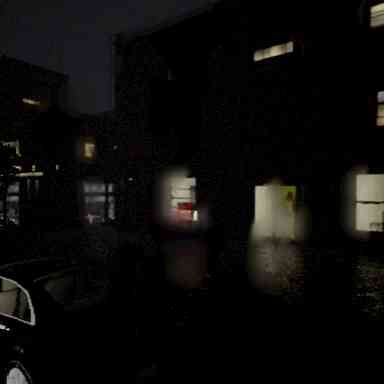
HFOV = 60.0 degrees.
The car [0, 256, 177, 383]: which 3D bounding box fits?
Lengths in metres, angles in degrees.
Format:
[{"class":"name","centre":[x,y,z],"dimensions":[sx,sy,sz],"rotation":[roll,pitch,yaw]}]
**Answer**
[{"class":"car","centre":[-2.230,1.588,4.602],"dimensions":[4.403,1.369,2.008],"rotation":[-1,1,35]}]
